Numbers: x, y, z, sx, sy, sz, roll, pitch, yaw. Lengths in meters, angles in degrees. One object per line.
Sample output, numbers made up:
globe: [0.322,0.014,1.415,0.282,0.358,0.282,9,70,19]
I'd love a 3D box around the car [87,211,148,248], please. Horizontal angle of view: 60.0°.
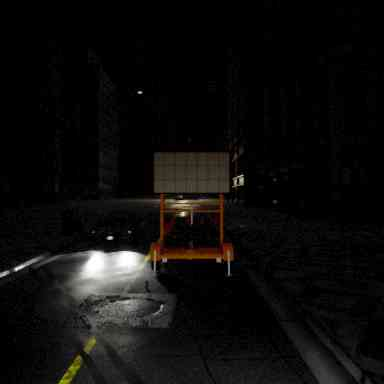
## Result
car: [-3.115,1.563,14.677,1.994,1.385,4.181,0,0,0]

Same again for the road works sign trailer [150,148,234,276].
road works sign trailer: [-0.009,0.465,10.307,2.380,3.560,2.880,0,0,0]

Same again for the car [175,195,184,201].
car: [-3.086,1.564,82.741,2.033,1.411,5.357,0,0,0]
